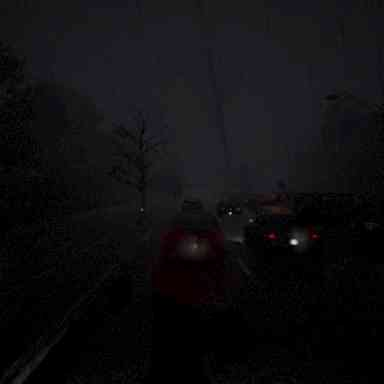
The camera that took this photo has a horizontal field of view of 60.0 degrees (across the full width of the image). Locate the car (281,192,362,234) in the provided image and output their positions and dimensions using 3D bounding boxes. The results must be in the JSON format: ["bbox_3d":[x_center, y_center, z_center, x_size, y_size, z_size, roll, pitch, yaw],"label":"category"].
[{"bbox_3d":[8.080,1.075,18.060,5.566,2.045,2.435,1,0,-20],"label":"car"}]

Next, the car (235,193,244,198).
[{"bbox_3d":[8.024,1.244,39.051,5.008,1.535,2.097,1,0,-20],"label":"car"}]

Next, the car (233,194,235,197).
[{"bbox_3d":[8.031,1.275,42.052,4.674,1.452,2.002,1,1,-20],"label":"car"}]

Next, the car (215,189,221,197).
[{"bbox_3d":[7.985,0.801,63.053,5.566,2.045,2.435,0,1,-20],"label":"car"}]

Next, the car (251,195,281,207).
[{"bbox_3d":[7.869,1.274,26.979,5.366,1.575,1.946,1,0,-20],"label":"car"}]

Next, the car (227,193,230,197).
[{"bbox_3d":[8.025,1.249,48.052,4.674,1.452,2.002,1,1,-20],"label":"car"}]

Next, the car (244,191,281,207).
[{"bbox_3d":[8.020,1.018,30.030,5.566,2.045,2.435,1,0,-20],"label":"car"}]

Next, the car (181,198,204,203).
[{"bbox_3d":[0.055,1.275,29.996,2.128,1.511,4.902,0,0,0],"label":"car"}]

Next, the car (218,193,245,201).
[{"bbox_3d":[8.173,0.952,69.148,5.366,1.575,1.946,0,1,-20],"label":"car"}]

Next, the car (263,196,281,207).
[{"bbox_3d":[8.220,1.292,24.113,5.366,1.575,1.946,1,0,-20],"label":"car"}]

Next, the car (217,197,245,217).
[{"bbox_3d":[3.055,1.388,28.619,1.895,1.301,4.718,0,0,0],"label":"car"}]

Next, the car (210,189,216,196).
[{"bbox_3d":[7.957,0.653,87.075,4.792,1.488,2.163,0,1,-20],"label":"car"}]

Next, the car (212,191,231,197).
[{"bbox_3d":[7.975,0.608,90.094,4.674,1.452,2.002,0,1,-20],"label":"car"}]

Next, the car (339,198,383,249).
[{"bbox_3d":[8.030,1.245,12.035,4.553,1.767,2.185,1,0,-20],"label":"car"}]

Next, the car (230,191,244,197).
[{"bbox_3d":[8.057,1.096,45.062,4.553,1.767,2.185,1,1,-20],"label":"car"}]

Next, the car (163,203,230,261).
[{"bbox_3d":[0.062,1.365,11.760,1.882,1.535,5.008,0,1,0],"label":"car"}]

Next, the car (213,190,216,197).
[{"bbox_3d":[7.969,0.875,75.071,4.792,1.488,2.163,0,1,-20],"label":"car"}]

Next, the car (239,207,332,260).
[{"bbox_3d":[3.063,1.449,11.932,1.994,1.385,4.181,0,0,0],"label":"car"}]

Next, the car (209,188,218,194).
[{"bbox_3d":[7.948,0.387,93.062,4.553,1.767,2.185,0,1,-20],"label":"car"}]

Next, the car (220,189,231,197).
[{"bbox_3d":[8.045,0.907,54.073,5.566,2.045,2.435,1,0,-20],"label":"car"}]

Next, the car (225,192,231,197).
[{"bbox_3d":[8.045,1.213,51.076,4.792,1.488,2.163,1,0,-20],"label":"car"}]
